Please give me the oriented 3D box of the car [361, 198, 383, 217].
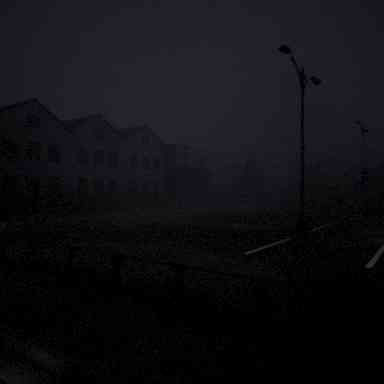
[{"bbox_3d":[15.088,1.289,27.065,2.007,1.523,4.514,0,0,35],"label":"car"}]
